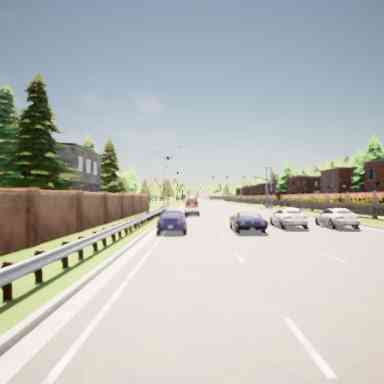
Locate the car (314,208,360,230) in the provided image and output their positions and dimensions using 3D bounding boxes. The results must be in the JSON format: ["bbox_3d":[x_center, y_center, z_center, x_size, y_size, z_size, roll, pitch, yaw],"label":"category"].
[{"bbox_3d":[10.591,1.914,24.473,1.812,1.442,4.674,0,-1,0],"label":"car"}]

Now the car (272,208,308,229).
[{"bbox_3d":[7.092,1.915,24.528,1.812,1.442,4.674,0,-1,0],"label":"car"}]

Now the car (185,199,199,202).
[{"bbox_3d":[0.006,2.062,53.164,2.150,2.045,5.566,0,-1,0],"label":"car"}]

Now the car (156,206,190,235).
[{"bbox_3d":[-1.223,1.863,21.217,1.812,1.442,4.674,0,-1,0],"label":"car"}]

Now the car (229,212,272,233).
[{"bbox_3d":[3.602,1.950,22.008,1.895,1.301,4.718,0,-1,0],"label":"car"}]

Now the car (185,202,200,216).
[{"bbox_3d":[0.040,2.256,41.371,1.895,1.301,4.718,0,-1,1],"label":"car"}]
